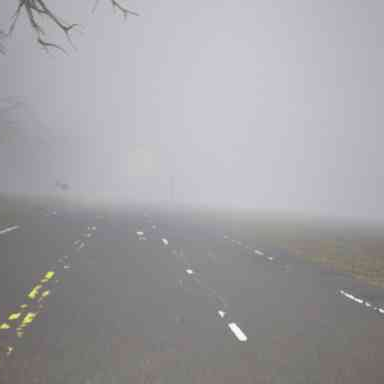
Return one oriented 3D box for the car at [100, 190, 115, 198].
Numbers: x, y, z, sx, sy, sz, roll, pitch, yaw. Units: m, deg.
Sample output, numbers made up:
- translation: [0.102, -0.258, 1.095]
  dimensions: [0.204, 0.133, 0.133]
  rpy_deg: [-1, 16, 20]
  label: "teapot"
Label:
- translation: [-17.422, 0.335, 67.629]
  dimensions: [2.097, 1.767, 4.553]
  rpy_deg: [4, 0, -12]
  label: "car"
